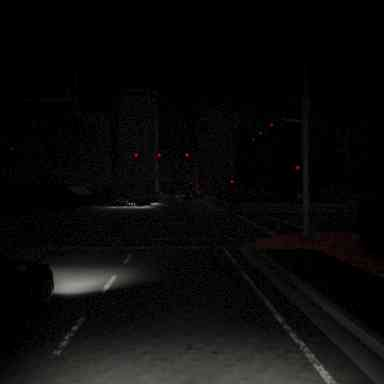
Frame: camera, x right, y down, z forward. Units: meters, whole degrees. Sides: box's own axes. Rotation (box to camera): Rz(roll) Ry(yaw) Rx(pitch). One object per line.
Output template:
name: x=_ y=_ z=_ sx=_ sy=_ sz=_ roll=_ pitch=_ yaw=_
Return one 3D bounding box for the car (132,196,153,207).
car: x=-7.842 y=1.594 z=53.409 sx=1.994 sy=1.385 sz=4.181 roll=0 pitch=0 yaw=0

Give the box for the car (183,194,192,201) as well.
car: x=-1.172 y=1.351 z=83.652 sx=2.128 sy=1.511 sz=4.902 roll=0 pitch=0 yaw=-1

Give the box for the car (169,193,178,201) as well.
car: x=-4.672 y=1.196 z=83.577 sx=2.097 sy=1.767 sz=4.553 roll=0 pitch=0 yaw=-1

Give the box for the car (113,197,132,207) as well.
car: x=-11.338 y=1.571 z=53.316 sx=1.812 sy=1.442 sz=4.674 roll=0 pitch=0 yaw=0

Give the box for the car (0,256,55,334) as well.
car: x=-3.602 y=1.541 z=4.742 sx=1.812 sy=1.442 sz=4.674 roll=0 pitch=0 yaw=-2

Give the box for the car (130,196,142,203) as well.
car: x=-11.480 y=1.569 z=68.869 sx=1.812 sy=1.442 sz=4.674 roll=0 pitch=0 yaw=-1

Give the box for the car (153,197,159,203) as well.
car: x=-7.980 y=1.625 z=68.940 sx=1.895 sy=1.301 sz=4.718 roll=0 pitch=0 yaw=-1

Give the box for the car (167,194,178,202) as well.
car: x=-4.559 y=1.560 z=75.014 sx=1.994 sy=1.385 sz=4.181 roll=0 pitch=0 yaw=-1

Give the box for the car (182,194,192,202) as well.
car: x=-1.051 y=1.493 z=74.433 sx=1.837 sy=1.490 sz=4.892 roll=0 pitch=0 yaw=-1
